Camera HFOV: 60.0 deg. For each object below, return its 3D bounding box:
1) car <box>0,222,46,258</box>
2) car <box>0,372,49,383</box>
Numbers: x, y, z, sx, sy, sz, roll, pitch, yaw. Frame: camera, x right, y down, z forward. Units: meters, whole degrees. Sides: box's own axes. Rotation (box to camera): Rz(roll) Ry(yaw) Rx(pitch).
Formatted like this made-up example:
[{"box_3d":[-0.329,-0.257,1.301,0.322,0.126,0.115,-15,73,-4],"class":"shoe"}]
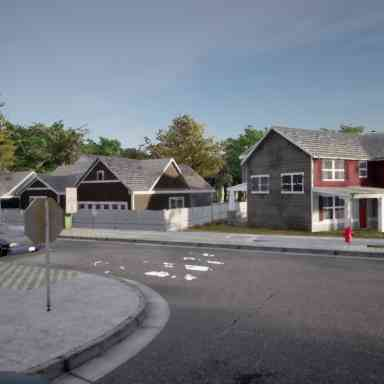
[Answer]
[{"box_3d":[-9.384,2.201,16.030,5.357,1.411,2.033,-2,0,30],"class":"car"},{"box_3d":[-2.865,1.525,0.760,4.892,1.490,1.837,0,0,-25],"class":"car"}]
